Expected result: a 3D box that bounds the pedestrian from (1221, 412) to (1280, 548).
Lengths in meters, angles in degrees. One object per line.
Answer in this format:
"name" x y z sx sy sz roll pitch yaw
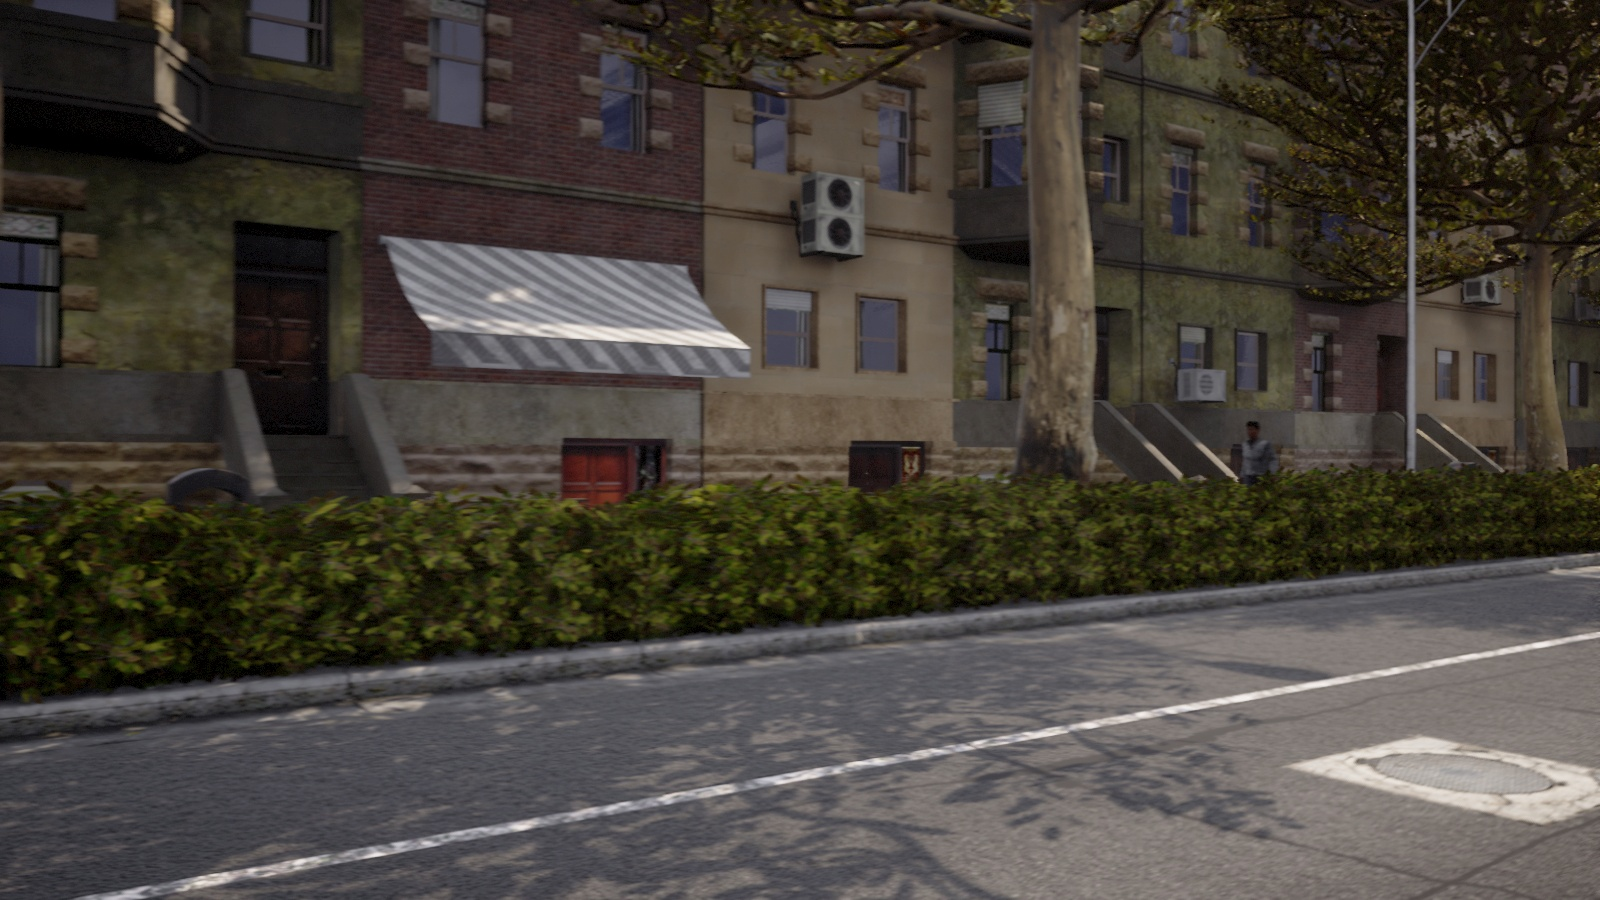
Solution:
"pedestrian" 6.567 0.431 18.315 0.788 1.949 0.423 0 0 -34
